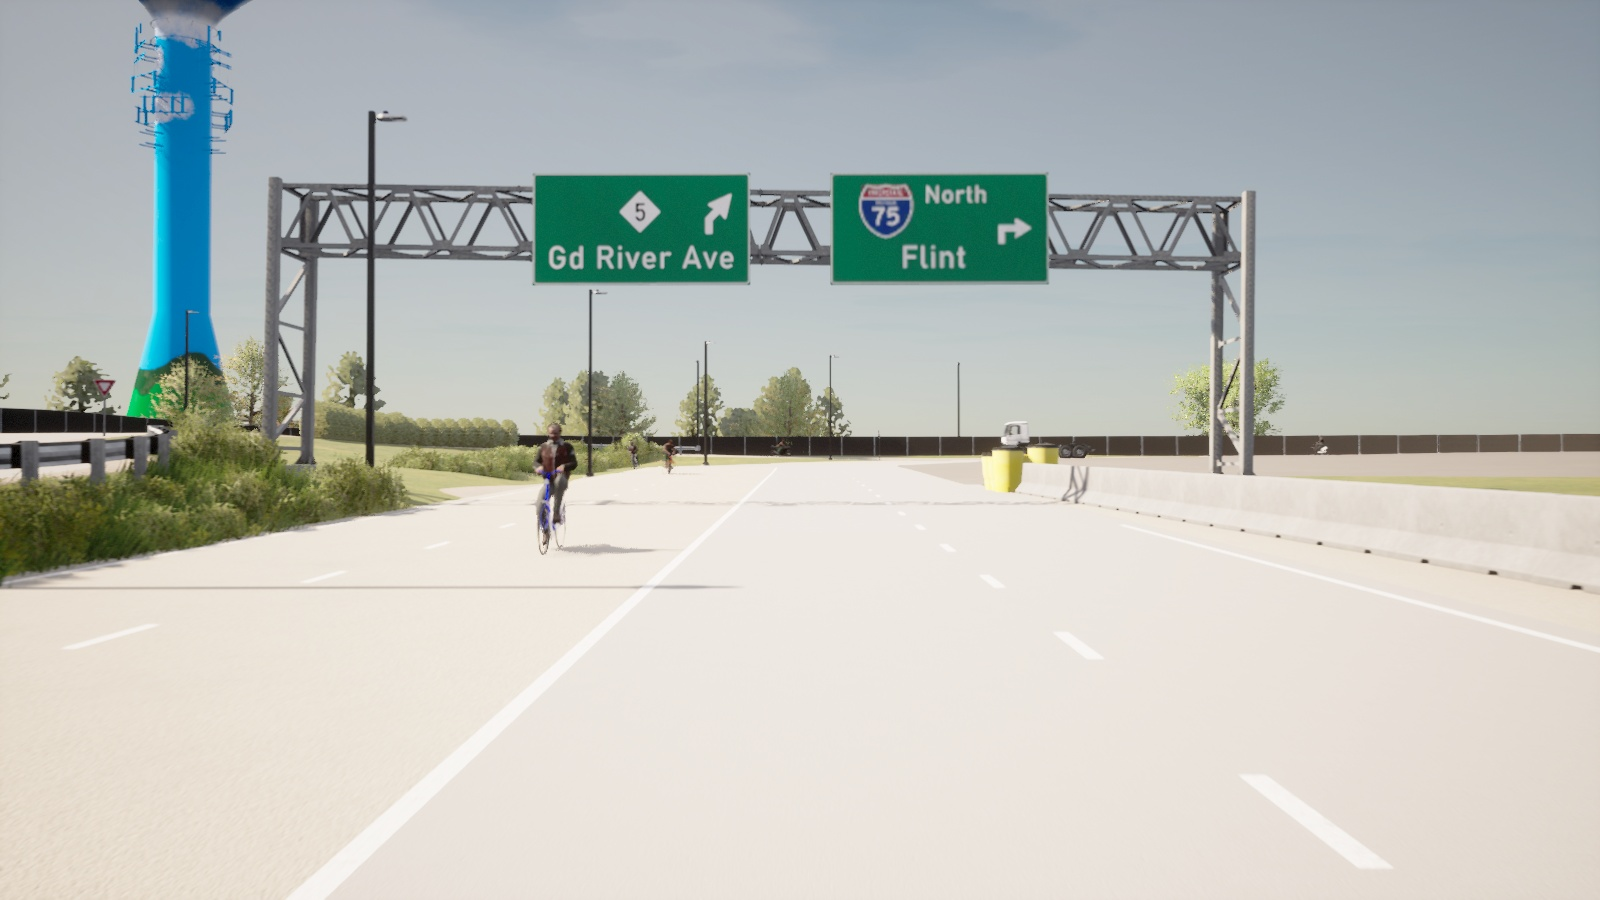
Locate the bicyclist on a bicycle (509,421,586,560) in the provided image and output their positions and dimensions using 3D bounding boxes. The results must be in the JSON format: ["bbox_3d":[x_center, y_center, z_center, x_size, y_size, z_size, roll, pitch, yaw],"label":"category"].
[{"bbox_3d":[-3.386,0.513,16.980,0.659,1.776,1.843,0,0,0],"label":"bicyclist on a bicycle"}]
